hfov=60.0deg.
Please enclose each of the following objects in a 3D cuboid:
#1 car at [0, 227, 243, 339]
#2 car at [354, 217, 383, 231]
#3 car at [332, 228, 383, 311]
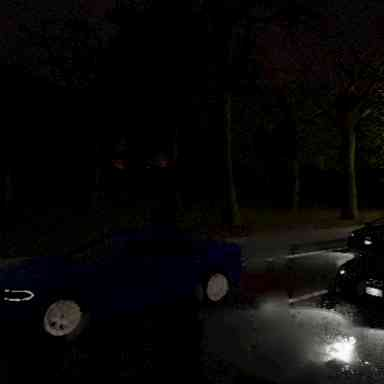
[{"bbox_3d":[-1.186,1.508,6.773,5.008,1.535,1.882,1,-1,-35],"label":"car"},{"bbox_3d":[8.155,1.717,13.446,4.181,1.385,1.994,1,0,-35],"label":"car"},{"bbox_3d":[4.927,1.650,7.184,4.181,1.385,1.994,1,0,-35],"label":"car"}]
